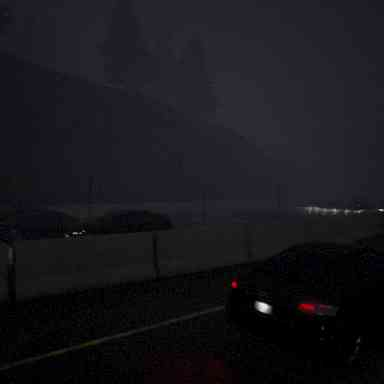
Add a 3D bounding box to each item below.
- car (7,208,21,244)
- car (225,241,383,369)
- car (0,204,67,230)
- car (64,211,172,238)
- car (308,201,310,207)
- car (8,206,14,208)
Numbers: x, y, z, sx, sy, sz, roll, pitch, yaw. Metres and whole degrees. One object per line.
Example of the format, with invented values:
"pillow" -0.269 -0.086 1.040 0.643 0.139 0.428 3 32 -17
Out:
"car" -7.368 1.592 16.103 4.181 1.385 1.994 0 0 -37
"car" 2.578 1.573 5.836 4.181 1.385 1.994 0 0 -37
"car" -10.828 1.603 22.255 4.181 1.385 1.994 0 0 -37
"car" -3.156 1.530 14.912 4.892 1.490 1.837 0 0 -38
"car" 20.123 1.570 53.090 2.128 1.511 4.902 0 0 38
"car" -9.820 1.524 18.624 4.902 1.511 2.128 0 0 -37
